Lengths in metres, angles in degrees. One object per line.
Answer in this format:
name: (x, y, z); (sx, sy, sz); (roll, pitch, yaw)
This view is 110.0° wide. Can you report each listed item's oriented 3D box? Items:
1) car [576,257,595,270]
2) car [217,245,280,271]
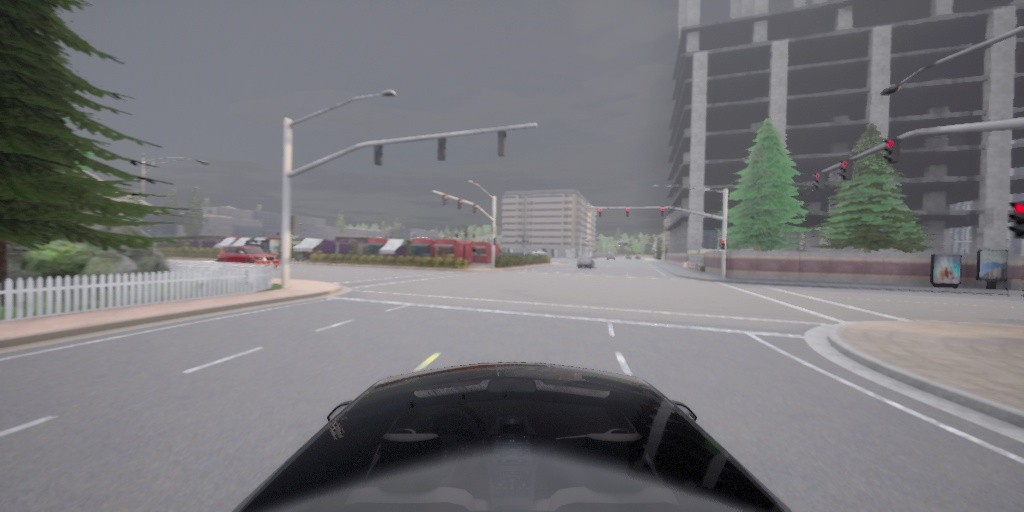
car: (9.567, 0.942, 46.340); (1.882, 1.535, 5.008); (2, 2, 19)
car: (-23.023, 0.135, 31.318); (5.566, 2.045, 2.150); (2, 1, 20)
